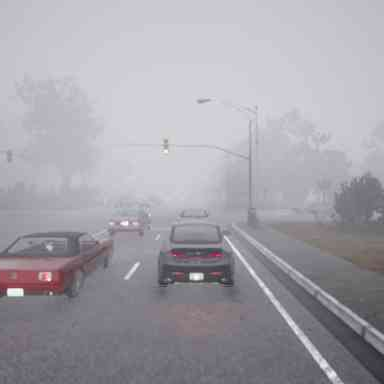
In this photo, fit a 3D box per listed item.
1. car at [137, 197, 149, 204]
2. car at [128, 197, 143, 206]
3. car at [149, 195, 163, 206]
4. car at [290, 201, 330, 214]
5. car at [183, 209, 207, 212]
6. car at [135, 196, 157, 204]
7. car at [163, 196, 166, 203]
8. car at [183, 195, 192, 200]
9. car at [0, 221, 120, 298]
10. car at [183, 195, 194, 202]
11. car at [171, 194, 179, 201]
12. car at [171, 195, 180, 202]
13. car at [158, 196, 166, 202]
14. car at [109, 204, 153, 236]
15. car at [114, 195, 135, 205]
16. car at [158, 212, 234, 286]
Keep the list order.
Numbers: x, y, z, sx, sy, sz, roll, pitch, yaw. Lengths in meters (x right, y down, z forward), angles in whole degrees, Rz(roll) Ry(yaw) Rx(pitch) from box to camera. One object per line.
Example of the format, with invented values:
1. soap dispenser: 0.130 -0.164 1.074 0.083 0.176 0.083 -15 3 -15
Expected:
1. car: -10.662 1.879 72.454 1.895 1.301 4.718 0 0 -1
2. car: -10.607 1.752 62.369 1.882 1.535 5.008 0 0 0
3. car: -7.098 1.495 62.137 2.150 2.045 5.566 0 0 -1
4. car: 13.704 1.729 36.990 5.357 1.411 2.033 0 0 0
5. car: 0.163 1.716 20.451 1.895 1.301 4.718 0 0 1
6. car: -7.134 1.789 51.958 2.033 1.411 5.357 0 0 0
7. car: -7.157 1.762 72.325 1.882 1.535 5.008 0 0 -1
8. car: -1.321 1.613 93.792 2.033 1.411 5.357 0 0 -7
9. car: -3.405 1.667 8.650 1.895 1.301 4.718 0 0 0
10. car: -0.579 1.811 83.911 1.994 1.385 4.181 0 0 -4
11. car: -4.810 1.595 93.433 2.097 1.767 4.553 0 0 -7
12. car: -4.051 1.623 83.363 2.097 1.767 4.553 0 0 -4
13. car: -7.512 1.792 82.595 1.812 1.442 4.674 0 0 -3
14. car: -3.488 1.658 19.257 2.033 1.411 5.357 0 0 -1
15. car: -10.633 1.465 52.485 2.150 2.045 5.566 0 0 0
16. car: 0.094 1.577 9.607 1.837 1.490 4.892 0 0 0
